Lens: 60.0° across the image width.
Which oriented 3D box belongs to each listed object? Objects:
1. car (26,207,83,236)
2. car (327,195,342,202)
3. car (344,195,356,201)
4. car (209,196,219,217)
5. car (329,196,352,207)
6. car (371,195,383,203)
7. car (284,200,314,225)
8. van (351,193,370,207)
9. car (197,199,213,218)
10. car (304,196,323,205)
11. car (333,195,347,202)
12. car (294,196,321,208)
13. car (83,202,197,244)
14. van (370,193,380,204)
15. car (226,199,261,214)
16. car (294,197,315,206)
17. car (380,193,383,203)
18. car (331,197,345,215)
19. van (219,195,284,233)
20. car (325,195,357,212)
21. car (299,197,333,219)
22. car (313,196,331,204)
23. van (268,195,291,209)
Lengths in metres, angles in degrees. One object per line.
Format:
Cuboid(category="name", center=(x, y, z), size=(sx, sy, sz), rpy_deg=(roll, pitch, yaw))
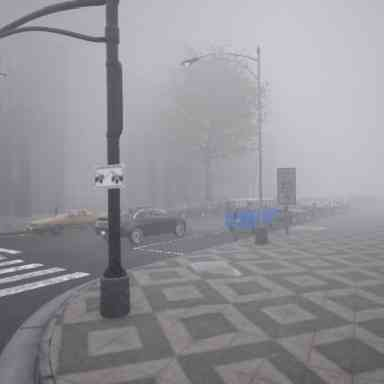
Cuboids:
Cuboid(category="car", center=(-6.786, 1.564, 18.849), size=(1.752, 1.417, 4.829), rpy_deg=(-1, 0, 36))
Cuboid(category="car", center=(29.981, 1.433, 69.927), size=(2.008, 1.369, 4.403), rpy_deg=(-1, -1, 36))
Cuboid(category="car", center=(39.521, 1.401, 83.184), size=(2.008, 1.369, 4.403), rpy_deg=(-1, -1, 36))
Cuboid(category="car", center=(2.585, 1.307, 31.866), size=(2.192, 1.841, 5.009), rpy_deg=(-1, 0, 36))
Cuboid(category="car", center=(21.799, 1.376, 48.698), size=(2.033, 1.411, 5.357), rpy_deg=(-1, -1, 36))
Cuboid(category="car", center=(35.010, 1.304, 62.323), size=(1.947, 1.339, 4.313), rpy_deg=(-1, -1, 36))
Cuboid(category="car", center=(6.552, 1.422, 22.779), size=(1.947, 1.339, 4.313), rpy_deg=(-1, 0, 36))
Cuboid(category="van", center=(22.359, 1.128, 44.749), size=(1.690, 1.788, 3.998), rpy_deg=(-1, 0, 36))
Cuboid(category="car", center=(-0.501, 1.552, 27.571), size=(1.887, 1.381, 4.507), rpy_deg=(-1, 0, 36))
Cuboid(category="car", center=(21.025, 1.440, 57.484), size=(1.752, 1.417, 4.829), rpy_deg=(-1, -1, 36))
Cuboid(category="car", center=(33.161, 1.416, 74.346), size=(1.887, 1.381, 4.507), rpy_deg=(-1, -1, 36))
Cuboid(category="car", center=(15.957, 1.387, 45.718), size=(2.128, 1.511, 4.902), rpy_deg=(-1, -1, 36))
Cuboid(category="car", center=(-2.170, 1.429, 15.395), size=(2.128, 1.511, 4.902), rpy_deg=(-1, -1, 36))
Cuboid(category="van", center=(28.683, 1.103, 53.537), size=(1.690, 1.788, 3.998), rpy_deg=(-1, -1, 36))
Cuboid(category="car", center=(5.678, 1.529, 36.157), size=(2.008, 1.369, 4.403), rpy_deg=(-1, 0, 36))
Cuboid(category="car", center=(18.035, 1.492, 53.328), size=(1.947, 1.339, 4.313), rpy_deg=(-1, 0, 36))
Cuboid(category="car", center=(31.947, 1.275, 58.067), size=(1.752, 1.417, 4.829), rpy_deg=(-1, -1, 36))
Cuboid(category="car", center=(12.876, 1.408, 31.567), size=(1.802, 1.307, 4.206), rpy_deg=(-1, 0, 36))
Cuboid(category="van", center=(3.387, 1.213, 18.387), size=(1.690, 1.788, 3.998), rpy_deg=(-1, 0, 36))
Cuboid(category="car", center=(16.038, 1.363, 35.960), size=(2.008, 1.369, 4.403), rpy_deg=(-1, 0, 36))
Cuboid(category="car", center=(9.713, 1.386, 27.173), size=(1.887, 1.381, 4.507), rpy_deg=(-1, 0, 36))
Cuboid(category="car", center=(24.214, 1.454, 61.914), size=(2.008, 1.369, 4.403), rpy_deg=(-1, -1, 36))
Cuboid(category="van", center=(11.853, 1.293, 44.744), size=(1.690, 1.788, 3.998), rpy_deg=(-1, 0, 36))
